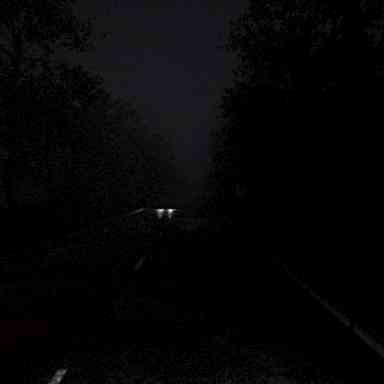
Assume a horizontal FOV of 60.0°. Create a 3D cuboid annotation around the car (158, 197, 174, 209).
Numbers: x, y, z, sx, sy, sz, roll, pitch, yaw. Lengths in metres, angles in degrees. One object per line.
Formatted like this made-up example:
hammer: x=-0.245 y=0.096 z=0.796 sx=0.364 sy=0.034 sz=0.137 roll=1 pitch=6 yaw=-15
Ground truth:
car: x=-3.338 y=1.420 z=43.407 sx=2.033 sy=1.411 sz=5.357 roll=0 pitch=0 yaw=0
